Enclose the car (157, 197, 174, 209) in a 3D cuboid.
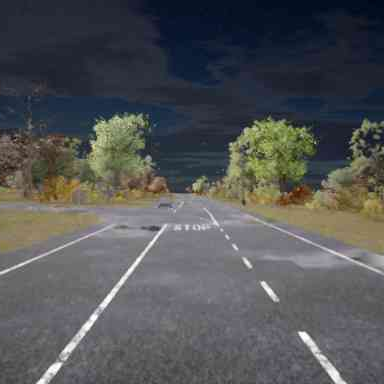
[{"bbox_3d":[-3.542,1.422,44.437,1.837,1.490,4.892,0,-1,0],"label":"car"}]
